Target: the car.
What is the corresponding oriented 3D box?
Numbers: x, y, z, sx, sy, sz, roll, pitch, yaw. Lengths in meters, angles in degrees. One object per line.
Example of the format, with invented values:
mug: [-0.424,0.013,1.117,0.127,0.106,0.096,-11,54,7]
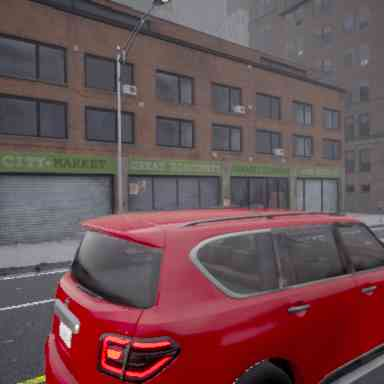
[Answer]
car: [1.153,1.222,4.257,5.566,2.045,2.150,0,0,-36]
